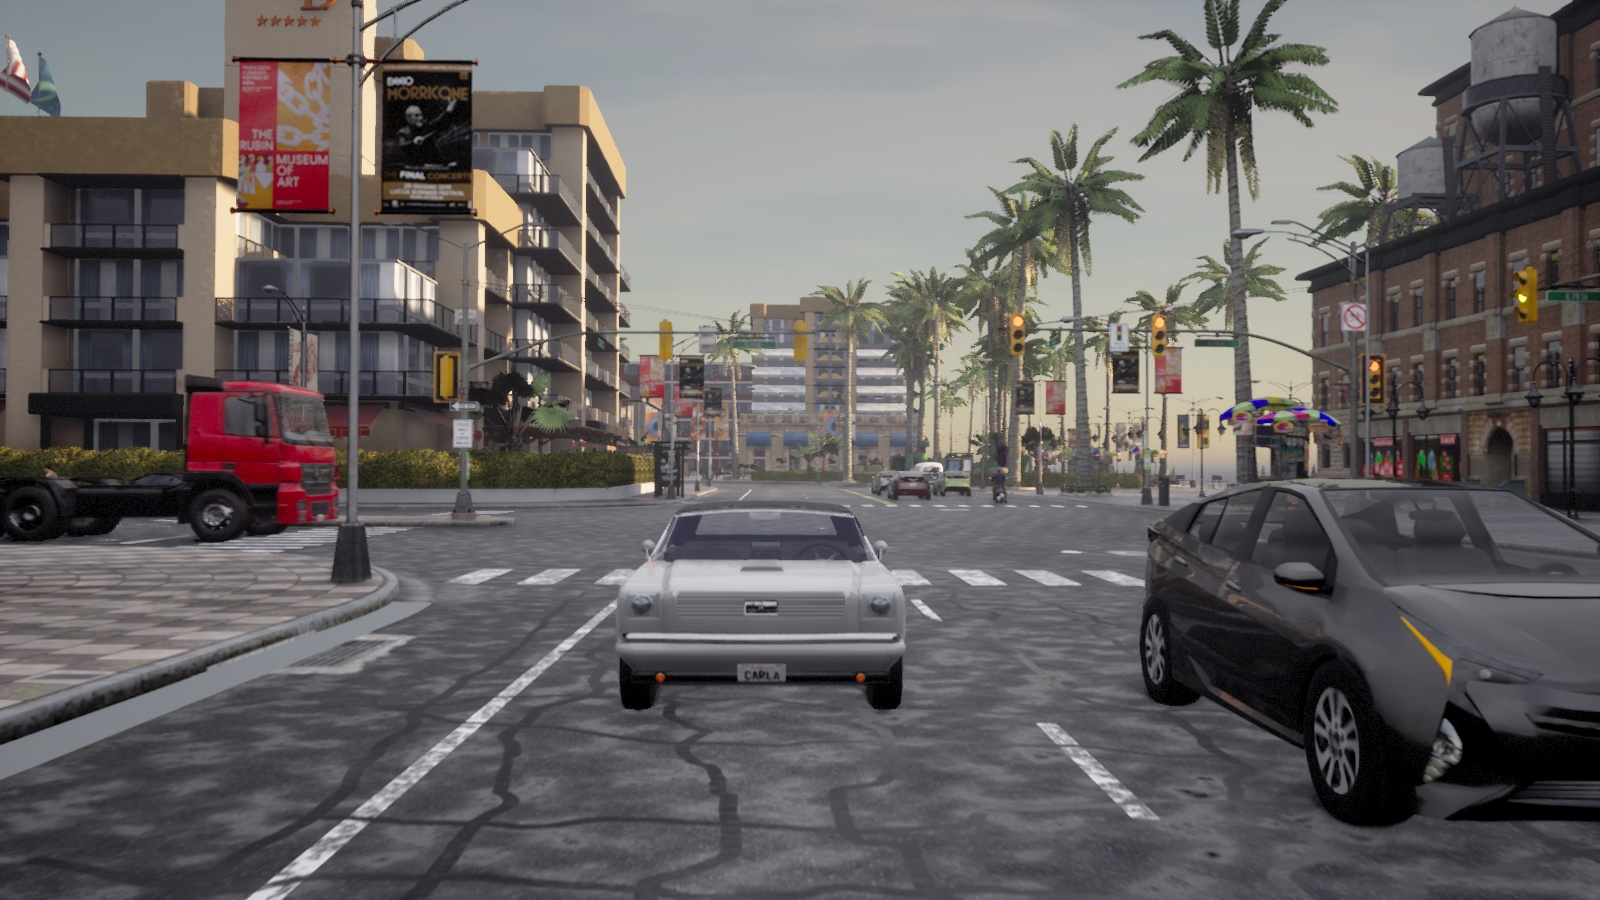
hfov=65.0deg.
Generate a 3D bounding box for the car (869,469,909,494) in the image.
[{"bbox_3d":[5.478,1.913,77.540,2.007,1.525,4.514,0,-1,-2],"label":"car"}]

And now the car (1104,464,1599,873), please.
[{"bbox_3d":[3.284,0.852,6.984,2.007,1.525,4.514,0,-1,-1],"label":"car"}]

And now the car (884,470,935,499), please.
[{"bbox_3d":[5.673,1.788,65.897,2.163,1.488,4.792,0,-1,-1],"label":"car"}]

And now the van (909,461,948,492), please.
[{"bbox_3d":[8.825,1.816,86.590,2.069,2.038,4.480,0,0,-2],"label":"van"}]

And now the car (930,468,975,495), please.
[{"bbox_3d":[9.028,1.857,74.801,2.007,1.525,4.514,0,-1,-2],"label":"car"}]

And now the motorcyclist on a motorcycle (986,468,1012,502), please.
[{"bbox_3d":[9.306,1.620,58.815,0.866,1.590,1.817,0,-1,-1],"label":"motorcyclist on a motorcycle"}]

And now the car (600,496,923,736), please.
[{"bbox_3d":[-0.268,1.061,9.747,1.895,1.301,4.718,0,-1,-1],"label":"car"}]

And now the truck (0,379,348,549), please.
[{"bbox_3d":[-14.293,0.310,27.238,7.936,3.462,2.891,0,-1,-1],"label":"truck"}]

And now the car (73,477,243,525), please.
[{"bbox_3d":[-19.642,1.536,38.561,4.181,1.385,1.994,0,-1,-2],"label":"car"}]
